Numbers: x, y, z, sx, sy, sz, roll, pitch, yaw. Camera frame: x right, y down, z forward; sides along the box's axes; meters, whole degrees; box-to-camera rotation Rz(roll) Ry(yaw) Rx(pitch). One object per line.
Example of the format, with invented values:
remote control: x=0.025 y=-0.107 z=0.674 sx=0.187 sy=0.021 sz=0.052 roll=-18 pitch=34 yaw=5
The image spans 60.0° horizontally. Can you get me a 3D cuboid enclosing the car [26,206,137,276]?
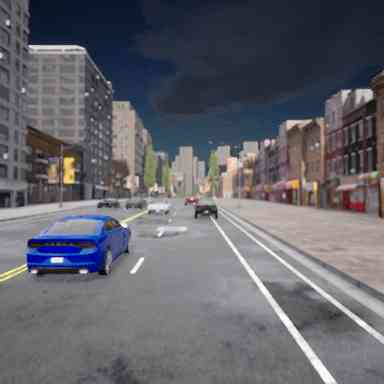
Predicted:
car: x=-3.154 y=1.431 z=10.250 sx=1.882 sy=1.535 sz=5.008 roll=0 pitch=0 yaw=0

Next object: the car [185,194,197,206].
car: x=0.017 y=1.079 z=49.912 sx=2.097 sy=1.767 sz=4.553 roll=0 pitch=0 yaw=0

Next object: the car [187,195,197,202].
car: x=-0.023 y=1.235 z=66.123 sx=1.994 sy=1.385 sz=4.181 roll=0 pitch=0 yaw=0

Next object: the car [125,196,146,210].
car: x=-6.603 y=1.271 z=39.443 sx=1.882 sy=1.535 sz=5.008 roll=0 pitch=0 yaw=0

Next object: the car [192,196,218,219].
car: x=1.128 y=1.340 z=27.924 sx=1.882 sy=1.535 sz=5.008 roll=0 pitch=0 yaw=0

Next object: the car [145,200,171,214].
car: x=-3.160 y=1.433 z=33.068 sx=1.895 sy=1.301 sz=4.718 roll=0 pitch=0 yaw=0

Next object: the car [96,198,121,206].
car: x=-9.854 y=1.394 z=39.474 sx=1.895 sy=1.301 sz=4.718 roll=0 pitch=0 yaw=0
